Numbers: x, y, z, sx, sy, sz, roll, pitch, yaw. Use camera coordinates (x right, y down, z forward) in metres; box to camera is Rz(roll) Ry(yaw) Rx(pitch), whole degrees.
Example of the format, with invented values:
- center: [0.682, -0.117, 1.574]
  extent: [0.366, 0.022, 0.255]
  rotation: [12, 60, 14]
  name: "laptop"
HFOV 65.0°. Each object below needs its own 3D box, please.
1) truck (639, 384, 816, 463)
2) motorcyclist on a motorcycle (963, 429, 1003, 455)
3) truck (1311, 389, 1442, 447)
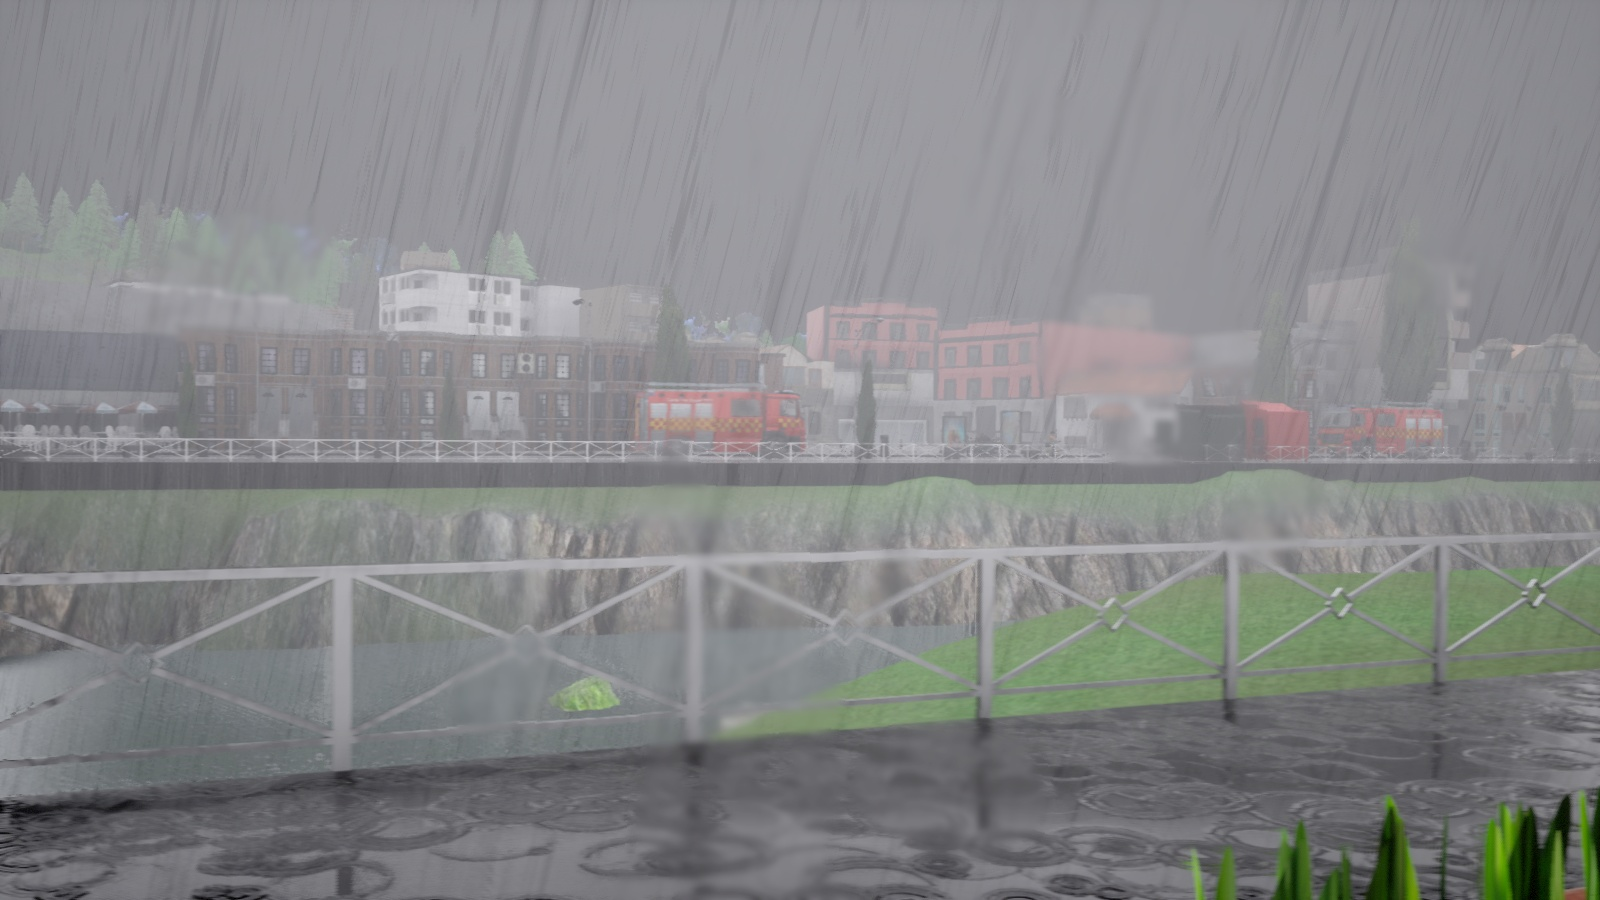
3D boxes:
- center: [-3.692, -1.369, 64.065]
  extent: [8.468, 3.827, 2.891]
  rotation: [-1, 1, -21]
  name: "truck"
- center: [10.744, -0.485, 73.843]
  extent: [2.191, 1.530, 0.866]
  rotation: [-1, 1, -21]
  name: "motorcyclist on a motorcycle"
- center: [38.818, -2.161, 84.496]
  extent: [8.468, 3.827, 2.891]
  rotation: [-1, 1, -21]
  name: "truck"
